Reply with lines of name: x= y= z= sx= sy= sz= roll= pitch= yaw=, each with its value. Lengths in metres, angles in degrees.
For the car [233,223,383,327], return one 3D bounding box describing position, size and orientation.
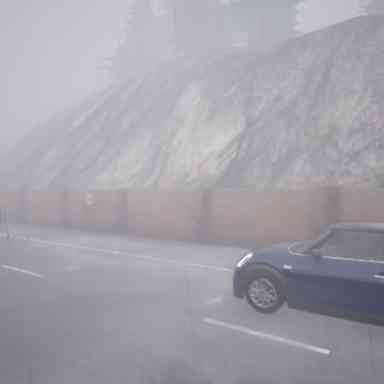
car: x=3.027 y=1.351 z=6.131 sx=4.553 sy=1.767 sz=2.097 roll=0 pitch=0 yaw=36
